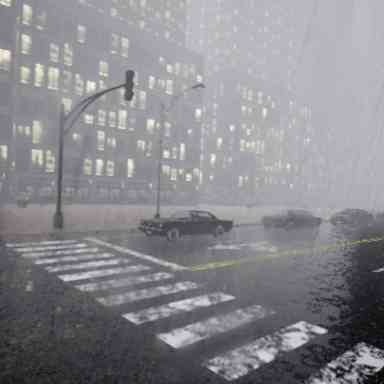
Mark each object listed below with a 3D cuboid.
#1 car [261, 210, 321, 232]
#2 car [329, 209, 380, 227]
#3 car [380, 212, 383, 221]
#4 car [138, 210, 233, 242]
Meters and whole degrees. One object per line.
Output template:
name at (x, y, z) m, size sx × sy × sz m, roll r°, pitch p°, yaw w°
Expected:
car at (6.680, 1.872, 22.262) m, size 4.718 × 1.301 × 1.895 m, roll 3°, pitch 0°, yaw -42°
car at (13.899, 2.154, 28.695) m, size 5.357 × 1.411 × 2.033 m, roll 3°, pitch 0°, yaw -42°
car at (21.286, 2.552, 35.228) m, size 4.718 × 1.301 × 1.895 m, roll 3°, pitch 0°, yaw -41°
car at (-0.226, 1.551, 16.107) m, size 4.718 × 1.301 × 1.895 m, roll 3°, pitch 0°, yaw -42°
